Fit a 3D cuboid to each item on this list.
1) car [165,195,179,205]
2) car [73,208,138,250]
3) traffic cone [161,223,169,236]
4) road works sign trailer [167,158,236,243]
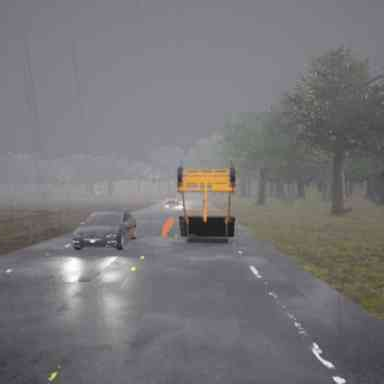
[{"bbox_3d":[-3.340,1.332,56.274,2.097,1.767,4.553,0,0,1],"label":"car"},{"bbox_3d":[-3.541,1.506,14.300,1.837,1.490,4.892,0,0,0],"label":"car"},{"bbox_3d":[-1.418,1.956,16.990,0.340,0.580,0.340,0,0,0],"label":"traffic cone"},{"bbox_3d":[0.587,0.931,13.434,2.380,3.560,2.880,0,45,4],"label":"road works sign trailer"}]
